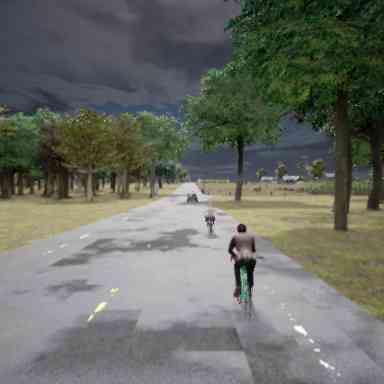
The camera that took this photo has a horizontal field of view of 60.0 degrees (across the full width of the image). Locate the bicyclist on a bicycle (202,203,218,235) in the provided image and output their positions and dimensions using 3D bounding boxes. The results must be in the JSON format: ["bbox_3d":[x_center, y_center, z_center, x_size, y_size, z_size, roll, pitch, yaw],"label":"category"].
[{"bbox_3d":[0.943,1.344,16.980,0.866,1.612,1.509,0,0,0],"label":"bicyclist on a bicycle"}]

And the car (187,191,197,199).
[{"bbox_3d":[-0.004,0.685,73.748,2.128,1.511,4.902,0,1,0],"label":"car"}]

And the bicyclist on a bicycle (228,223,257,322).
[{"bbox_3d":[0.964,1.434,6.279,0.582,1.620,1.656,0,0,0],"label":"bicyclist on a bicycle"}]

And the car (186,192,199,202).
[{"bbox_3d":[0.097,0.987,58.901,1.812,1.442,4.674,0,1,0],"label":"car"}]
